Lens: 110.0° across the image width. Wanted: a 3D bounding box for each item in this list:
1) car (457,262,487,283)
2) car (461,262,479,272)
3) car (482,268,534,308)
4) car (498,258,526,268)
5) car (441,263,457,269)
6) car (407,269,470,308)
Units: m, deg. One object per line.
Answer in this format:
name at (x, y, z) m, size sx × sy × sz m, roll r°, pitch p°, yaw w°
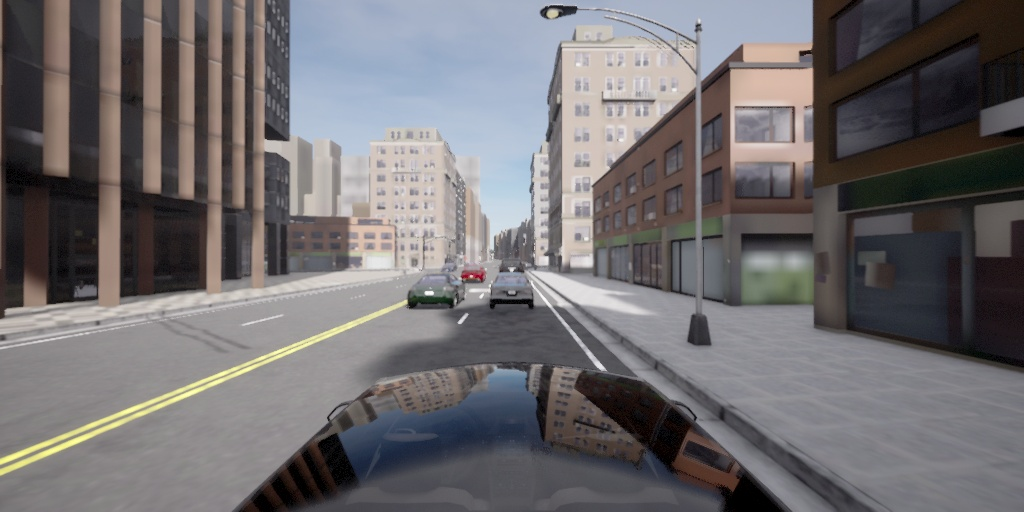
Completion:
car at (-3.264, 1.495, 31.321) m, size 1.882 × 1.535 × 5.008 m, roll 0°, pitch 0°, yaw 0°
car at (-6.540, 1.722, 56.291) m, size 2.128 × 1.511 × 4.902 m, roll 0°, pitch -1°, yaw 0°
car at (-0.009, 1.427, 15.835) m, size 2.033 × 1.411 × 5.357 m, roll 0°, pitch 0°, yaw 0°
car at (-0.019, 1.229, 30.858) m, size 2.150 × 2.045 × 5.566 m, roll 0°, pitch 0°, yaw 0°
car at (-9.787, 1.778, 56.588) m, size 2.033 × 1.411 × 5.357 m, roll 0°, pitch -1°, yaw 0°
car at (-3.254, 1.446, 16.133) m, size 1.994 × 1.385 × 4.181 m, roll 0°, pitch 0°, yaw 0°
